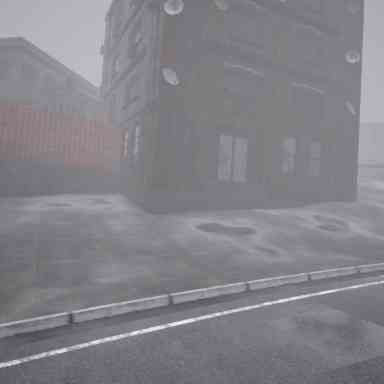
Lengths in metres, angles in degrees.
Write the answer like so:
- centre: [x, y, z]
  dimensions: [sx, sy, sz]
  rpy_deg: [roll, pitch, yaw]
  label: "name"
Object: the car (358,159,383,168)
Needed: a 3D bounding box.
- centre: [22.583, -3.264, 42.059]
  dimensions: [4.553, 1.767, 2.185]
  rpy_deg: [2, -3, 16]
  label: "car"
